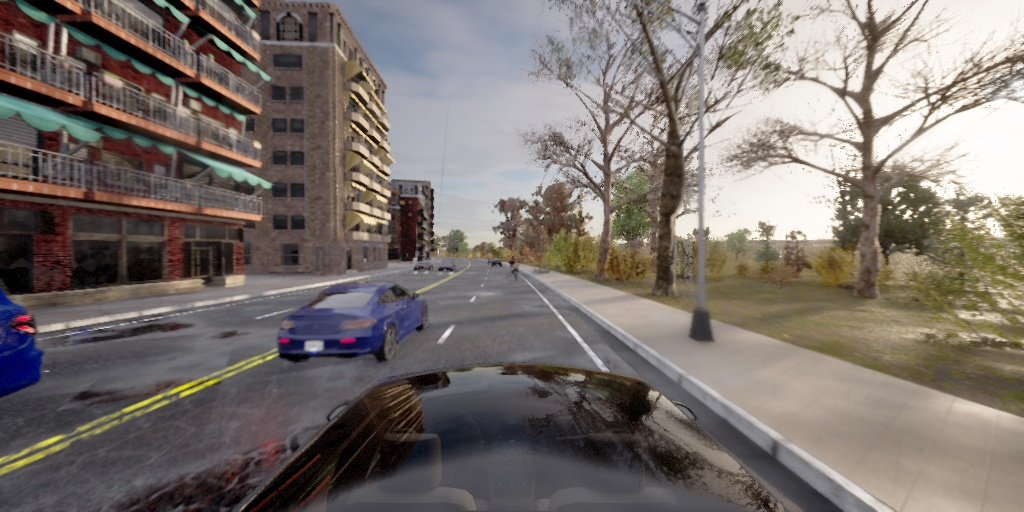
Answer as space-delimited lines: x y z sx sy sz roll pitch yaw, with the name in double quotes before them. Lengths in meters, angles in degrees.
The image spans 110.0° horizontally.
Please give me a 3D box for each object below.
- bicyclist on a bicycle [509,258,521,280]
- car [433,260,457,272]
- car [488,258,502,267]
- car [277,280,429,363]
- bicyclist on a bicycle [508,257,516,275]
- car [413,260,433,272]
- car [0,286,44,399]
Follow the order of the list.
"bicyclist on a bicycle" 0.342 1.123 28.941 0.866 1.612 1.509 0 0 -2
"car" -7.880 1.221 43.982 2.033 1.411 5.357 0 0 -3
"car" -2.785 1.109 64.203 1.837 1.490 4.892 0 0 -5
"car" -3.195 1.270 8.058 1.812 1.442 4.674 0 0 0
"bicyclist on a bicycle" -0.007 1.039 36.922 0.659 1.776 1.843 0 0 -3
"car" -11.242 1.243 45.772 1.994 1.385 4.181 0 0 -3
"car" -6.610 0.987 1.818 2.150 2.045 5.566 0 0 0
